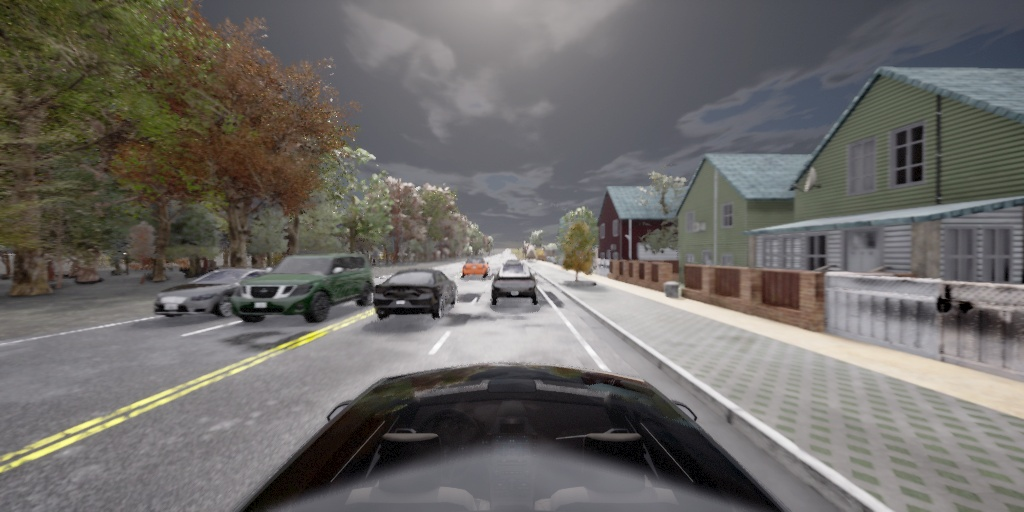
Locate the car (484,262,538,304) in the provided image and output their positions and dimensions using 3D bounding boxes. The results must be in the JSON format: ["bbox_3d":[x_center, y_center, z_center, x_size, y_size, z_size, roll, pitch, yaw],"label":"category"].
[{"bbox_3d":[0.101,1.175,15.815,2.128,1.511,4.902,0,0,0],"label":"car"}]

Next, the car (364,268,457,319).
[{"bbox_3d":[-3.149,1.177,12.597,1.882,1.535,5.008,0,0,0],"label":"car"}]

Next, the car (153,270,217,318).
[{"bbox_3d":[-9.845,1.190,12.810,2.128,1.511,4.902,0,0,0],"label":"car"}]

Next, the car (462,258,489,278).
[{"bbox_3d":[-3.149,0.949,31.976,2.097,1.767,4.553,0,0,0],"label":"car"}]

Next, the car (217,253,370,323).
[{"bbox_3d":[-6.597,0.924,12.185,2.150,2.045,5.566,0,0,0],"label":"car"}]

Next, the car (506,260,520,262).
[{"bbox_3d":[0.101,1.088,34.134,1.837,1.490,4.892,0,0,0],"label":"car"}]
